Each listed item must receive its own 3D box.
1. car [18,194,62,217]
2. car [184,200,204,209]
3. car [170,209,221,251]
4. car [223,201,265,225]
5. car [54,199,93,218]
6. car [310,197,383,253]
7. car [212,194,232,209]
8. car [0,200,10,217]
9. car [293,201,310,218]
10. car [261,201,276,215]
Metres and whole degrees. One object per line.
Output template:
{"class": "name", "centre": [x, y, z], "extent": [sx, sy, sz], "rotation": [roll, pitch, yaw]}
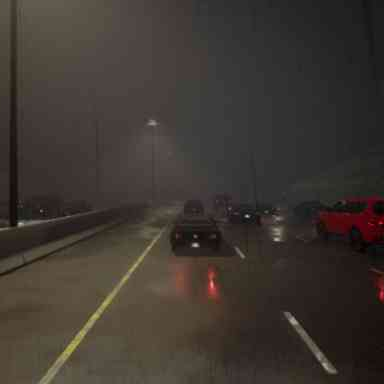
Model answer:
{"class": "car", "centre": [-13.929, 1.211, 31.265], "extent": [2.150, 2.045, 5.566], "rotation": [0, 0, 0]}
{"class": "car", "centre": [0.178, 1.492, 33.462], "extent": [1.882, 1.535, 5.008], "rotation": [0, 0, 0]}
{"class": "car", "centre": [0.131, 1.607, 14.097], "extent": [1.895, 1.301, 4.718], "rotation": [0, 0, 0]}
{"class": "car", "centre": [3.656, 1.577, 23.985], "extent": [1.994, 1.385, 4.181], "rotation": [0, 0, 0]}
{"class": "car", "centre": [-10.441, 1.532, 30.322], "extent": [1.812, 1.442, 4.674], "rotation": [0, 0, 0]}
{"class": "car", "centre": [7.130, 1.232, 13.906], "extent": [2.150, 2.045, 5.566], "rotation": [0, 0, 0]}
{"class": "car", "centre": [3.694, 1.242, 41.048], "extent": [2.150, 2.045, 5.566], "rotation": [0, 0, 0]}
{"class": "car", "centre": [-17.444, 1.479, 30.111], "extent": [1.882, 1.535, 5.008], "rotation": [0, 0, 1]}
{"class": "car", "centre": [10.669, 1.546, 30.003], "extent": [1.812, 1.442, 4.674], "rotation": [0, 0, 0]}
{"class": "car", "centre": [7.179, 1.621, 34.291], "extent": [1.895, 1.301, 4.718], "rotation": [0, 0, 0]}
